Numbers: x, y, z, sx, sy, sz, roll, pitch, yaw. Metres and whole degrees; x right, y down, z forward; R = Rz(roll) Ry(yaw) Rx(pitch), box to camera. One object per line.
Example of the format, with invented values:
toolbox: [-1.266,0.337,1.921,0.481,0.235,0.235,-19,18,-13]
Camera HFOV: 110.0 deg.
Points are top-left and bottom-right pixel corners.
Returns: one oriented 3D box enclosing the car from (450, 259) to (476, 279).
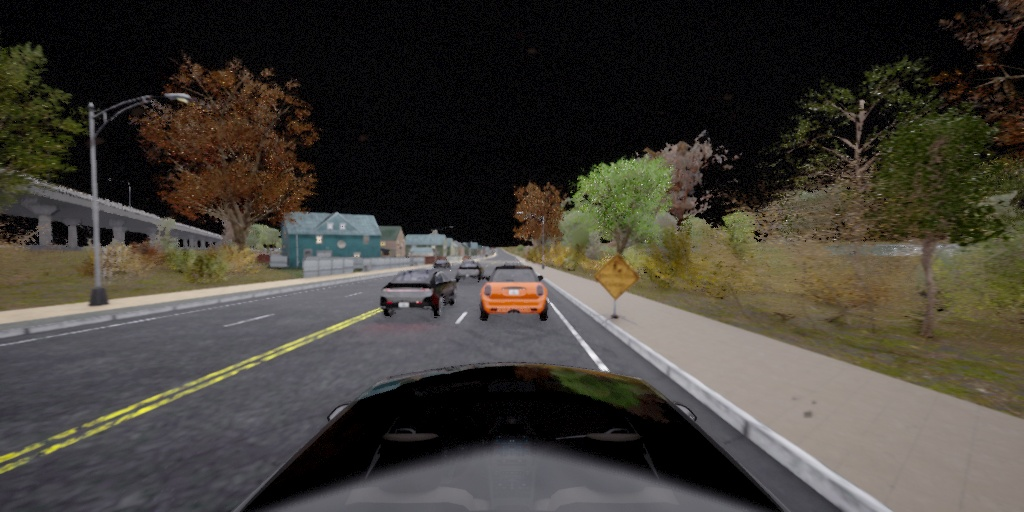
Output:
car: [-3.176,1.210,28.104,2.128,1.511,4.902,0,0,0]

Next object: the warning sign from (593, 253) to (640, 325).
warning sign: [2.850,0.857,9.999,1.300,1.860,1.060,0,0,0]

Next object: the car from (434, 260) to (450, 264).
car: [-9.821,1.231,50.648,2.033,1.411,5.357,0,0,0]

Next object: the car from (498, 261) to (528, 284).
car: [0.074,1.210,28.121,2.128,1.511,4.902,0,0,0]

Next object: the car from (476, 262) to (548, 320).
car: [0.070,1.089,12.769,2.097,1.767,4.553,0,0,0]

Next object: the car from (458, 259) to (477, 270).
car: [-6.558,1.172,52.960,2.128,1.511,4.902,0,0,0]

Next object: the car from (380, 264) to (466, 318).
car: [-3.177,1.229,13.004,2.128,1.511,4.902,0,0,0]
